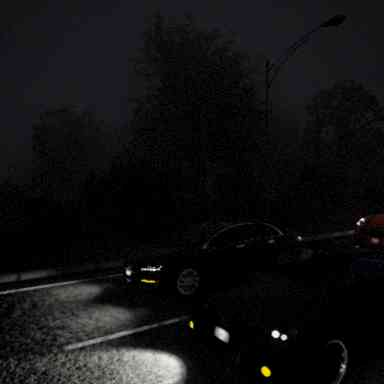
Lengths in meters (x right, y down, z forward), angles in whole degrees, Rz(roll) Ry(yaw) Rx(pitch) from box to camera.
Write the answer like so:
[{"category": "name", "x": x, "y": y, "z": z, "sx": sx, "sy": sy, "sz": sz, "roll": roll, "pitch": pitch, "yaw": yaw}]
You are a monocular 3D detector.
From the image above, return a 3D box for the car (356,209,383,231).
[{"category": "car", "x": 8.520, "y": 1.092, "z": 12.955, "sx": 4.553, "sy": 1.767, "sz": 2.097, "roll": -2, "pitch": 1, "yaw": -28}]

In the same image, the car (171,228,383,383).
[{"category": "car", "x": 2.042, "y": 1.519, "z": 5.109, "sx": 4.181, "sy": 1.385, "sz": 1.994, "roll": -1, "pitch": 1, "yaw": -32}]

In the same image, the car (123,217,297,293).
[{"category": "car", "x": 0.700, "y": 1.444, "z": 8.394, "sx": 4.892, "sy": 1.490, "sz": 1.837, "roll": -1, "pitch": 1, "yaw": -32}]
